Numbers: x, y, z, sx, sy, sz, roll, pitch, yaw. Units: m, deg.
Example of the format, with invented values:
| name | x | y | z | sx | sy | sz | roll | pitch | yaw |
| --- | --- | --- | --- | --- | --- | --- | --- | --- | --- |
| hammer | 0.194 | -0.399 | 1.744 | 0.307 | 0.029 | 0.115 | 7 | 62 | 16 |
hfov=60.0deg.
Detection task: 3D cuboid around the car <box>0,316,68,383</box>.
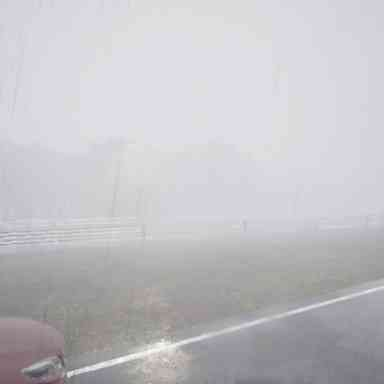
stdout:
| name | x | y | z | sx | sy | sz | roll | pitch | yaw |
| --- | --- | --- | --- | --- | --- | --- | --- | --- | --- |
| car | -3.492 | 1.693 | 2.707 | 4.674 | 1.442 | 1.812 | 1 | -3 | -33 |
